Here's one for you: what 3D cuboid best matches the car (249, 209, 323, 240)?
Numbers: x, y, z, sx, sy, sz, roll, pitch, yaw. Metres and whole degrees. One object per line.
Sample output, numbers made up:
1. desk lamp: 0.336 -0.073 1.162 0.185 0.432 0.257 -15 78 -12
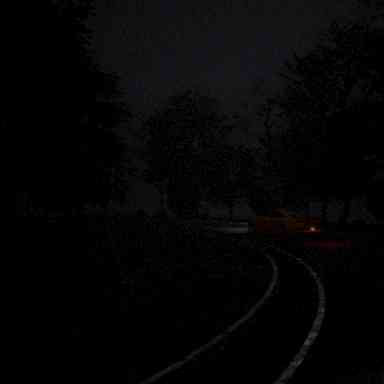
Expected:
1. car: 4.966 1.657 18.306 1.882 1.535 5.008 0 -1 -19
